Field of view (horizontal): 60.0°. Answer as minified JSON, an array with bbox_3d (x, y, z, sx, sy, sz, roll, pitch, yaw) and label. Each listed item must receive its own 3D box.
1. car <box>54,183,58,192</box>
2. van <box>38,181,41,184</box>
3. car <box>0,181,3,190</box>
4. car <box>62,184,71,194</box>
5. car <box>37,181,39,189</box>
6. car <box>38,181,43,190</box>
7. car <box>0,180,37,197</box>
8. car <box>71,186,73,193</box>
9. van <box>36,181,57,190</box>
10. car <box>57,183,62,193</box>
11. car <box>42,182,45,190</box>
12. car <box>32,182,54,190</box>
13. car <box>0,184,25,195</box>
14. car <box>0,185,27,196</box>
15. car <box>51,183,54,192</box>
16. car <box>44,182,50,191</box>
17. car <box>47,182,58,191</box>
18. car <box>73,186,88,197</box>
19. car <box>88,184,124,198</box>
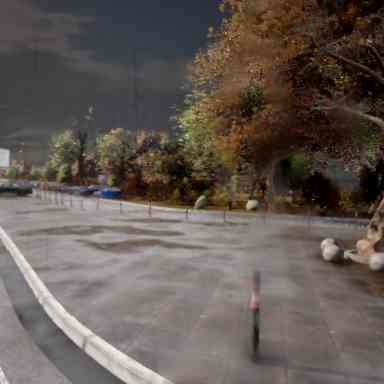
[{"bbox_3d":[-23.471,-0.472,64.618,5.008,1.535,2.097,2,1,-35],"label":"car"},{"bbox_3d":[-33.158,-1.318,78.491,4.442,1.987,1.878,2,1,-35],"label":"van"},{"bbox_3d":[-41.803,-1.411,68.811,4.553,1.767,2.185,2,1,-35],"label":"car"},{"bbox_3d":[-20.204,-0.263,60.015,4.892,1.521,2.231,2,1,-35],"label":"car"},{"bbox_3d":[-34.889,-1.198,80.735,4.892,1.521,2.231,2,1,-35],"label":"car"},{"bbox_3d":[-31.697,-0.996,76.232,5.008,1.535,2.097,2,1,-35],"label":"car"},{"bbox_3d":[-23.874,-0.404,43.440,5.566,2.045,2.435,2,1,-35],"label":"car"},{"bbox_3d":[-16.927,-0.057,55.421,4.892,1.521,2.231,2,1,-35],"label":"car"},{"bbox_3d":[-36.422,-1.526,83.098,4.442,1.987,1.878,2,1,-35],"label":"van"},{"bbox_3d":[-21.838,-0.368,62.316,5.008,1.535,2.097,2,1,-35],"label":"car"},{"bbox_3d":[-30.039,-1.017,73.944,4.553,1.767,2.185,2,1,-35],"label":"car"},{"bbox_3d":[-38.250,-1.538,85.416,4.553,1.767,2.185,2,1,-35],"label":"car"},{"bbox_3d":[-27.134,-0.353,48.064,5.008,1.535,2.097,2,1,-35],"label":"car"},{"bbox_3d":[-25.498,-0.212,45.762,4.674,1.452,2.002,2,1,-35],"label":"car"},{"bbox_3d":[-25.077,-0.545,66.940,4.792,1.488,2.163,2,1,-35],"label":"car"},{"bbox_3d":[-28.441,-0.788,71.624,5.008,1.535,2.097,2,1,-35],"label":"car"},{"bbox_3d":[-26.800,-0.684,69.328,5.008,1.535,2.097,2,1,-35],"label":"car"},{"bbox_3d":[-15.384,-0.214,53.197,5.566,2.045,2.435,2,1,-35],"label":"car"},{"bbox_3d":[-12.075,0.108,48.467,4.553,1.767,2.185,2,2,-35],"label":"car"}]
